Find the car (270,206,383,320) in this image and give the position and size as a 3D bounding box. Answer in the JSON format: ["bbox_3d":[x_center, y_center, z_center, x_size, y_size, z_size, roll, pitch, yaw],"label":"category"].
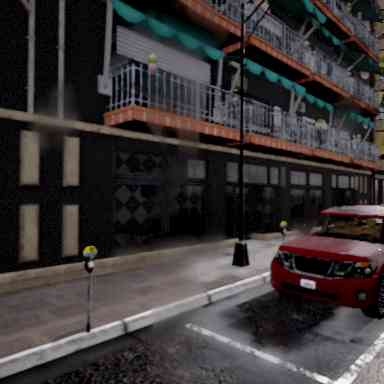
[{"bbox_3d":[3.809,1.286,7.620,2.192,1.841,5.009,1,1,45],"label":"car"}]
